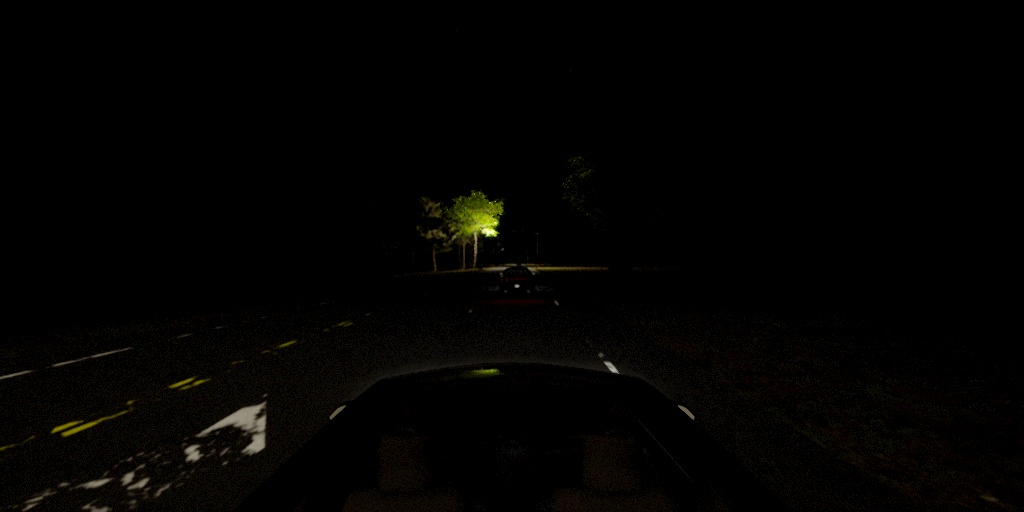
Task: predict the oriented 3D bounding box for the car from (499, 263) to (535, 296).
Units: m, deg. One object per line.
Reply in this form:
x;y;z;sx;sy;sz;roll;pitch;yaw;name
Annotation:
0.295;1.362;20.319;1.882;1.535;5.008;0;0;1;car
